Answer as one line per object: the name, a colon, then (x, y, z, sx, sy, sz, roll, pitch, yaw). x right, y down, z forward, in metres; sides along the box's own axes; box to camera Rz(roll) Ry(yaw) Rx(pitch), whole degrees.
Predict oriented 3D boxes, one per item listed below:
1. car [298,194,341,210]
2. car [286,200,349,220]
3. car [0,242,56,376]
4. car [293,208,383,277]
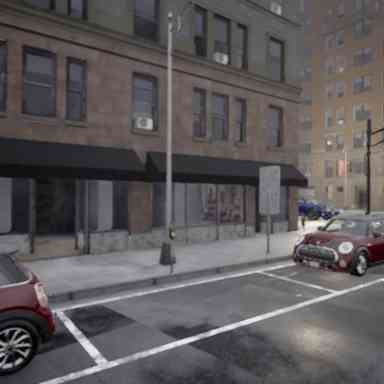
car: (8.850, 1.184, 26.897, 2.150, 2.045, 5.566, 1, 0, -36)
car: (10.982, 1.486, 29.489, 2.128, 1.511, 4.902, 1, 0, -36)
car: (-3.942, 1.437, 3.943, 4.097, 1.590, 1.967, 0, 0, -36)
car: (4.999, 1.471, 10.327, 4.097, 1.590, 1.967, 0, 0, -36)
